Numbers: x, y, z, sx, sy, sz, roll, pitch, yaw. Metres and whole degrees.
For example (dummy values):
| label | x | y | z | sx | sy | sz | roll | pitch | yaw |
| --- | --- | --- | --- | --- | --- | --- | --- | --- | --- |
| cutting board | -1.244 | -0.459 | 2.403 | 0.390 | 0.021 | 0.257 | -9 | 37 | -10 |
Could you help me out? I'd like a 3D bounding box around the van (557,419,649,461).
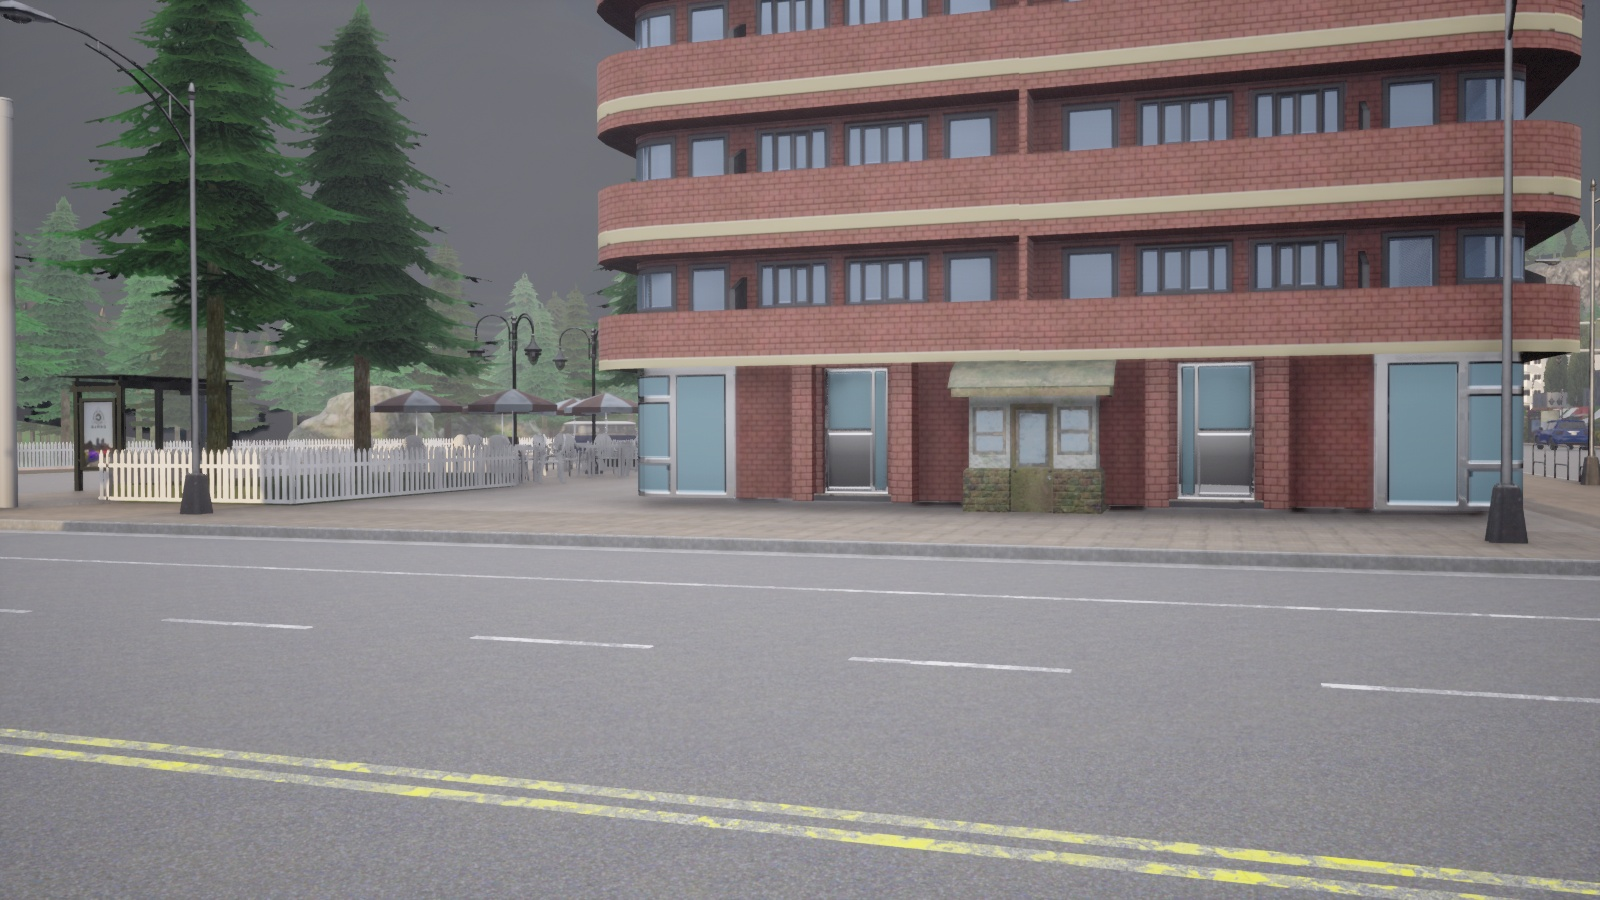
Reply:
| label | x | y | z | sx | sy | sz | roll | pitch | yaw |
| --- | --- | --- | --- | --- | --- | --- | --- | --- | --- |
| van | -9.628 | -0.500 | 61.664 | 1.775 | 1.987 | 4.442 | 1 | 1 | 39 |
